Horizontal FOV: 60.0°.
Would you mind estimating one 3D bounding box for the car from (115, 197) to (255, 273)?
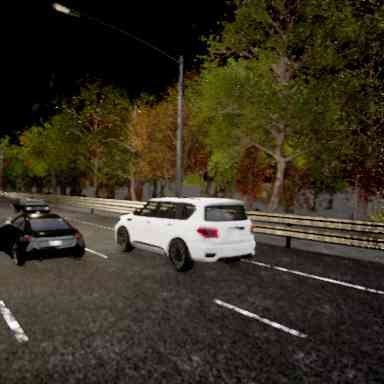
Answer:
[{"bbox_3d":[-0.490,1.160,10.917,2.150,2.045,5.566,1,1,-38],"label":"car"}]

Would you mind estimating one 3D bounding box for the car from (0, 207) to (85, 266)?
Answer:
[{"bbox_3d":[-5.160,1.408,11.163,1.994,1.385,4.181,1,0,-38],"label":"car"}]

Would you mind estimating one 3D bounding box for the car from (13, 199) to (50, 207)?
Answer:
[{"bbox_3d":[-12.778,1.214,26.281,1.895,1.301,4.718,1,0,-38],"label":"car"}]
